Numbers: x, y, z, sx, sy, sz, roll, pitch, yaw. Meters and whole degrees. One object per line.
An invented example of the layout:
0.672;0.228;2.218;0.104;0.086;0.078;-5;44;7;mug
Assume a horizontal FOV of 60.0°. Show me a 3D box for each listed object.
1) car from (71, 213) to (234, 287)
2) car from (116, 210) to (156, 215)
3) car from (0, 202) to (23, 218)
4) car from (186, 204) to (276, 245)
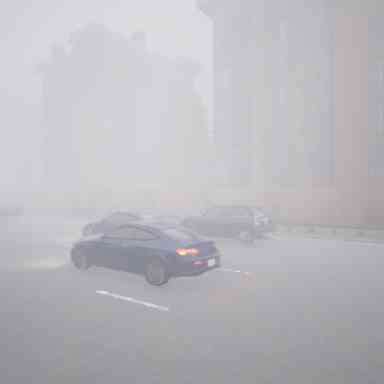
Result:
-1.399;1.526;9.289;4.674;1.442;1.812;0;0;35;car
-2.794;1.526;14.583;4.674;1.442;1.812;0;0;36;car
-16.816;1.547;28.886;5.357;1.411;2.033;0;0;35;car
1.534;1.352;15.794;4.553;1.767;2.097;0;0;36;car
